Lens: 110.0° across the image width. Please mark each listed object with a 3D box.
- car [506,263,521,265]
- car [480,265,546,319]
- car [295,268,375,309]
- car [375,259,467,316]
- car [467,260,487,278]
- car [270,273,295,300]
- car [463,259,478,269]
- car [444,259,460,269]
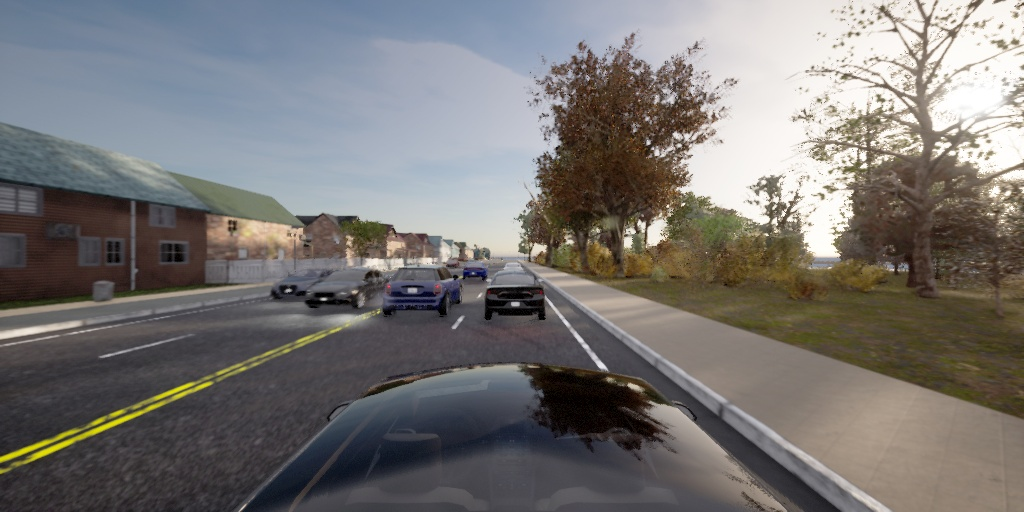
[{"bbox_3d":[0.099,1.306,31.103,1.812,1.442,4.674,0,0,0],"label":"car"},{"bbox_3d":[0.091,1.237,12.797,1.882,1.535,5.008,0,0,0],"label":"car"},{"bbox_3d":[-6.597,1.267,14.998,1.837,1.490,4.892,0,0,0],"label":"car"},{"bbox_3d":[-3.147,1.112,13.462,2.097,1.767,4.553,0,0,0],"label":"car"},{"bbox_3d":[-3.146,1.258,31.641,1.882,1.535,5.008,0,0,0],"label":"car"},{"bbox_3d":[-9.846,1.329,17.758,1.994,1.385,4.181,0,0,0],"label":"car"},{"bbox_3d":[-6.547,1.321,57.518,1.837,1.490,4.892,0,0,0],"label":"car"},{"bbox_3d":[-9.790,1.297,58.932,1.882,1.535,5.008,0,0,1],"label":"car"}]
